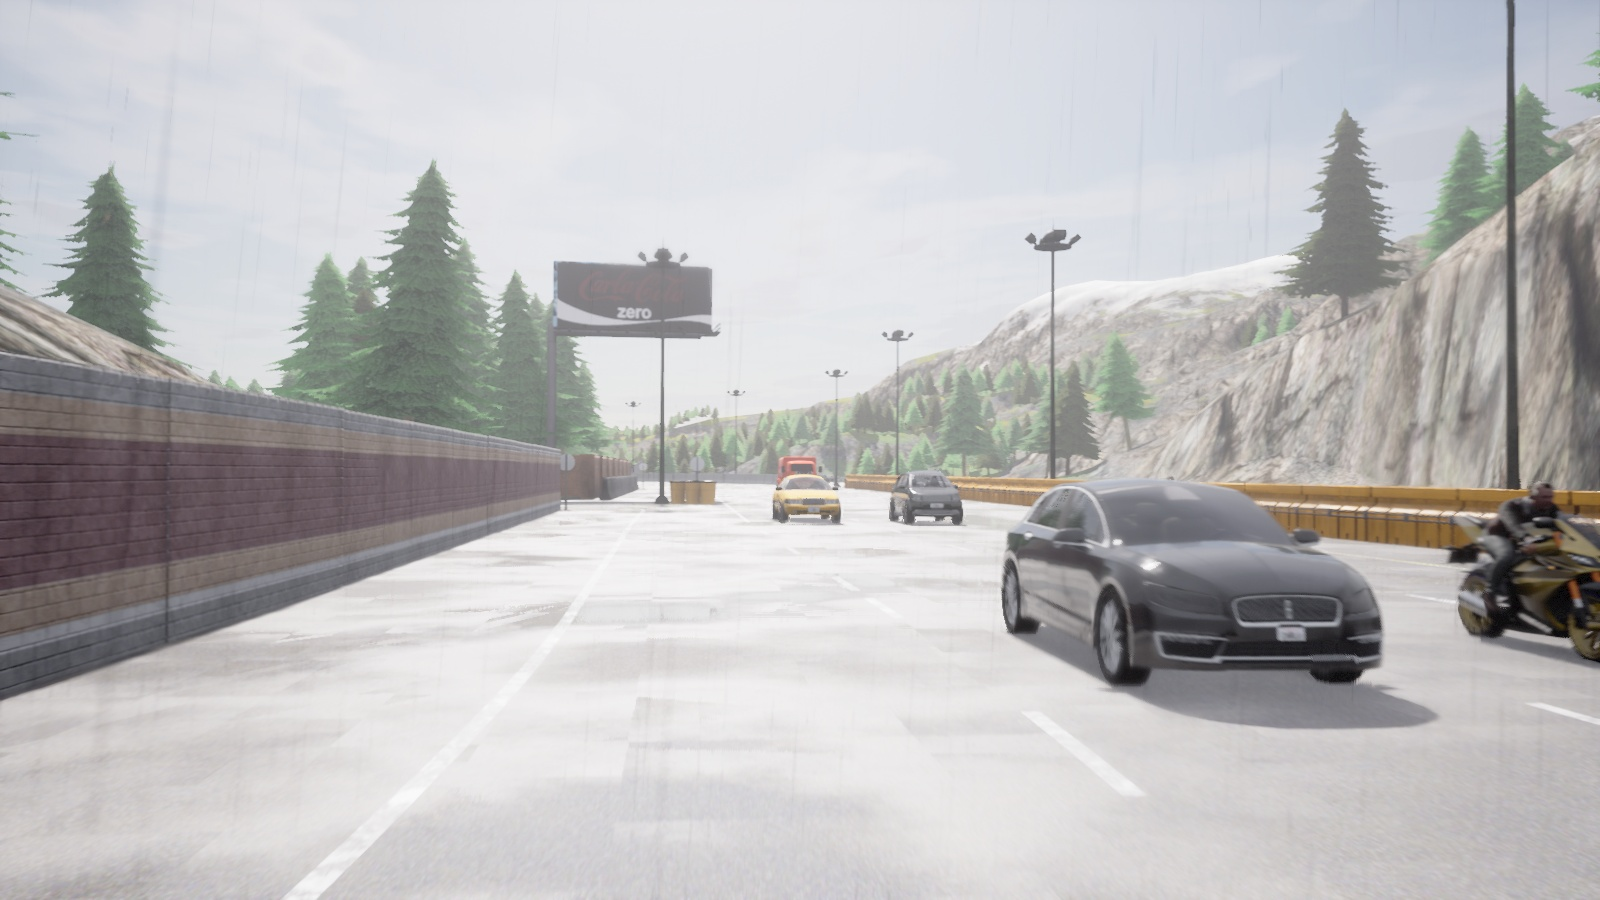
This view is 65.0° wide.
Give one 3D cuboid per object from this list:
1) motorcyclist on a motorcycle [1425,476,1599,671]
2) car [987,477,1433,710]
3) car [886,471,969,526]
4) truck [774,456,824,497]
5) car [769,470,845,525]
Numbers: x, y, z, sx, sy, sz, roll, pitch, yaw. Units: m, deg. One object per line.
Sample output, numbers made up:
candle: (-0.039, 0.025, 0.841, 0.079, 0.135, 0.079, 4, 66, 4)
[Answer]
motorcyclist on a motorcycle: (6.606, 1.007, 11.150, 0.866, 1.530, 2.191, -1, -1, -4)
car: (3.062, 0.984, 10.670, 1.837, 1.490, 4.892, 0, -1, -5)
car: (3.772, 1.408, 37.731, 1.789, 1.549, 3.705, 0, -1, -6)
truck: (-0.115, 1.655, 78.968, 2.627, 2.467, 5.204, 0, -1, -6)
car: (0.139, 1.404, 38.893, 1.801, 1.575, 5.366, 0, -1, -6)
